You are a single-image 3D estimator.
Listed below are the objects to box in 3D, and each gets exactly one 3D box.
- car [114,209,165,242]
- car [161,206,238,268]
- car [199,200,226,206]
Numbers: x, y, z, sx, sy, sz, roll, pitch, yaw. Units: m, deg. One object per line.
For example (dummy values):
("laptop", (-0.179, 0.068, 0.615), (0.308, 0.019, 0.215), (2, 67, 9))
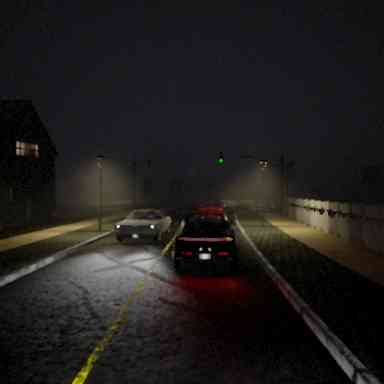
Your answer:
("car", (-2.204, 1.509, 15.930), (1.895, 1.301, 4.718), (0, 0, 4))
("car", (0.454, 1.433, 11.024), (2.128, 1.511, 4.902), (0, 0, 3))
("car", (1.554, 1.358, 25.314), (1.882, 1.535, 5.008), (0, 0, 6))
